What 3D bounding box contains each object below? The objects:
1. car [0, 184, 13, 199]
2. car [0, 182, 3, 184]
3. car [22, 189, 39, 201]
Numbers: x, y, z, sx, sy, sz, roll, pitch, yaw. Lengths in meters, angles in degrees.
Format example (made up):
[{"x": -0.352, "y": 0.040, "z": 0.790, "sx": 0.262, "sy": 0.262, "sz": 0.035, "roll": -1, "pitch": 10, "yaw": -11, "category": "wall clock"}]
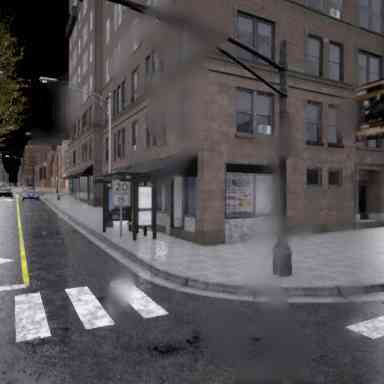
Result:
[{"x": -24.111, "y": 0.093, "z": 42.870, "sx": 1.895, "sy": 1.301, "sz": 4.718, "roll": 0, "pitch": 3, "yaw": -28, "category": "car"}, {"x": -41.481, "y": -1.234, "z": 69.804, "sx": 2.192, "sy": 1.841, "sz": 5.009, "roll": 2, "pitch": 1, "yaw": -28, "category": "car"}, {"x": -19.734, "y": 0.278, "z": 40.610, "sx": 2.033, "sy": 1.411, "sz": 5.357, "roll": 0, "pitch": 3, "yaw": -28, "category": "car"}]
